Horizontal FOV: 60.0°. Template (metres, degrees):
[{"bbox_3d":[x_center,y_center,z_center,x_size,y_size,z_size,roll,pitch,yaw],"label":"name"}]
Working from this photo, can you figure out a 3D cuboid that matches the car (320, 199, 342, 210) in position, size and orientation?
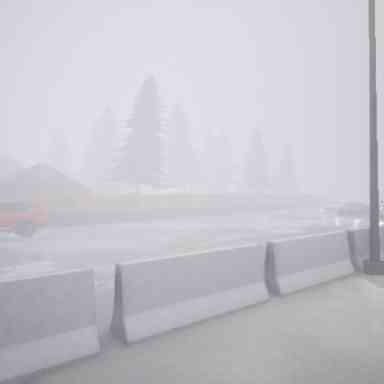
[{"bbox_3d":[20.370,1.823,48.542,1.994,1.385,4.181,-1,-1,37],"label":"car"}]

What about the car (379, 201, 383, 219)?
[{"bbox_3d":[18.706,1.339,30.133,2.150,2.045,5.566,-1,-1,43],"label":"car"}]

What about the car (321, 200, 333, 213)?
[{"bbox_3d":[16.976,1.680,38.760,1.882,1.535,5.008,-1,-1,41],"label":"car"}]

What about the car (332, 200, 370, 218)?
[{"bbox_3d":[15.637,1.633,31.972,1.882,1.535,5.008,-1,-1,43],"label":"car"}]

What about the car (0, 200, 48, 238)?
[{"bbox_3d":[-10.746,1.457,17.857,5.566,2.045,2.150,0,-1,-36],"label":"car"}]
